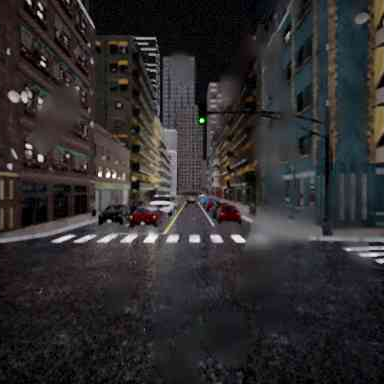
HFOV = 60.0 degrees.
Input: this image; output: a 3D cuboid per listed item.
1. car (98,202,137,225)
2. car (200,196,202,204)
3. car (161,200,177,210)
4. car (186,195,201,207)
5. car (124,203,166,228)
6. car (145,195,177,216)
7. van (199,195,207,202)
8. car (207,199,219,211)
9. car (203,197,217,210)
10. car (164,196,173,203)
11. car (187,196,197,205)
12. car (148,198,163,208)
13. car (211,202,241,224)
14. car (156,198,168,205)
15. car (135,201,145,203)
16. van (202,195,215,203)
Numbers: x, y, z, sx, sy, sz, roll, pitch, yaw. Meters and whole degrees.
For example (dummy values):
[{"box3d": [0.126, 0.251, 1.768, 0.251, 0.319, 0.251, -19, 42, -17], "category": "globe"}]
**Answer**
[{"box3d": [-5.697, 1.630, 25.027, 1.947, 1.339, 4.313, 0, 0, 0], "category": "car"}, {"box3d": [2.684, 1.710, 52.632, 1.947, 1.339, 4.313, 0, 0, 0], "category": "car"}, {"box3d": [-3.061, 1.723, 45.463, 1.895, 1.301, 4.718, 0, 0, 0], "category": "car"}, {"box3d": [0.000, 1.640, 54.053, 2.128, 1.511, 4.902, 0, 0, 0], "category": "car"}, {"box3d": [-3.092, 1.659, 23.025, 1.895, 1.301, 4.718, 0, 0, 0], "category": "car"}, {"box3d": [-3.083, 1.312, 33.865, 2.150, 2.045, 5.566, 0, 0, 1], "category": "car"}, {"box3d": [2.682, 1.574, 80.250, 1.690, 1.788, 3.998, -1, 0, 0], "category": "van"}, {"box3d": [2.684, 1.645, 30.538, 1.947, 1.339, 4.313, 0, 0, 0], "category": "car"}, {"box3d": [2.684, 1.656, 41.585, 1.887, 1.381, 4.507, 0, 0, 0], "category": "car"}, {"box3d": [-5.697, 1.757, 80.092, 1.752, 1.417, 4.829, 0, 0, 0], "category": "car"}, {"box3d": [0.001, 1.660, 64.477, 1.882, 1.535, 5.008, 0, 0, 0], "category": "car"}, {"box3d": [-5.697, 1.689, 52.644, 1.887, 1.381, 4.507, 0, 0, 0], "category": "car"}, {"box3d": [2.684, 1.646, 25.014, 1.802, 1.307, 4.206, 0, 0, 0], "category": "car"}, {"box3d": [-5.696, 1.760, 63.691, 1.802, 1.307, 4.206, 0, 0, 0], "category": "car"}, {"box3d": [-5.697, 1.661, 36.074, 1.947, 1.339, 4.313, 0, 0, 0], "category": "car"}, {"box3d": [2.682, 1.469, 47.109, 1.690, 1.788, 3.998, 0, 0, 0], "category": "van"}]
